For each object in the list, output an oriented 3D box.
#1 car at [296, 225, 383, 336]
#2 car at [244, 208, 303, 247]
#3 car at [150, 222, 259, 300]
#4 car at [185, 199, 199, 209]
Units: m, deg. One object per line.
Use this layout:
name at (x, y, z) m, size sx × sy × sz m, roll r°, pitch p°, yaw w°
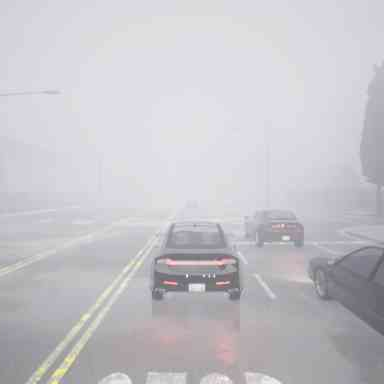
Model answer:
car at (3.587, 1.547, 5.312) m, size 2.033 × 1.411 × 5.357 m, roll 0°, pitch 0°, yaw 0°
car at (3.563, 1.504, 15.058) m, size 1.837 × 1.490 × 4.892 m, roll 0°, pitch 0°, yaw 0°
car at (0.080, 1.491, 8.357) m, size 2.128 × 1.511 × 4.902 m, roll 0°, pitch 0°, yaw 0°
car at (-0.008, 1.598, 44.119) m, size 1.895 × 1.301 × 4.718 m, roll 0°, pitch 0°, yaw 0°
